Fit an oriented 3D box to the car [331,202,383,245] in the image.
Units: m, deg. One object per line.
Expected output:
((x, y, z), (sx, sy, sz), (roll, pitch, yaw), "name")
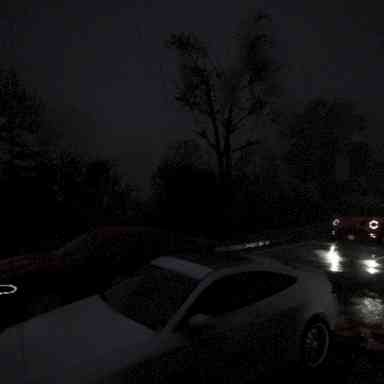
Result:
((8.424, 1.360, 15.716), (4.553, 1.767, 2.097), (0, 0, -43), "car")

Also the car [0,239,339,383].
((-0.001, 1.536, 4.112), (4.674, 1.442, 1.812), (-1, 0, -37), "car")

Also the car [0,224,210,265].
((-1.701, 1.502, 7.207), (5.008, 1.535, 1.882), (0, 0, -37), "car")
